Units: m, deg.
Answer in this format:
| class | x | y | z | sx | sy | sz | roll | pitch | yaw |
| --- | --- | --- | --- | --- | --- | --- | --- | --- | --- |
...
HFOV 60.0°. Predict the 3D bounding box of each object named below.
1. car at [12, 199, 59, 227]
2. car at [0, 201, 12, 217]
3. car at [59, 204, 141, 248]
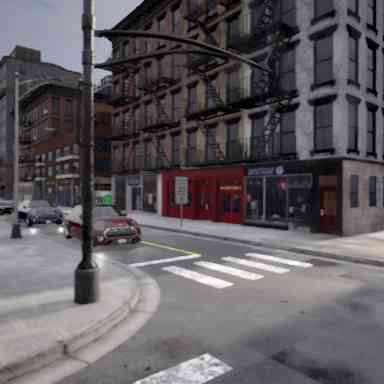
| class | x | y | z | sx | sy | sz | roll | pitch | yaw |
| --- | --- | --- | --- | --- | --- | --- | --- | --- | --- |
| car | -10.405 | 1.286 | 22.611 | 2.097 | 1.767 | 4.553 | 0 | 0 | -39 |
| car | -16.873 | 1.489 | 30.581 | 1.895 | 1.301 | 4.718 | 0 | 0 | -39 |
| car | -4.075 | 1.330 | 14.830 | 2.097 | 1.767 | 4.553 | 0 | 0 | -37 |
